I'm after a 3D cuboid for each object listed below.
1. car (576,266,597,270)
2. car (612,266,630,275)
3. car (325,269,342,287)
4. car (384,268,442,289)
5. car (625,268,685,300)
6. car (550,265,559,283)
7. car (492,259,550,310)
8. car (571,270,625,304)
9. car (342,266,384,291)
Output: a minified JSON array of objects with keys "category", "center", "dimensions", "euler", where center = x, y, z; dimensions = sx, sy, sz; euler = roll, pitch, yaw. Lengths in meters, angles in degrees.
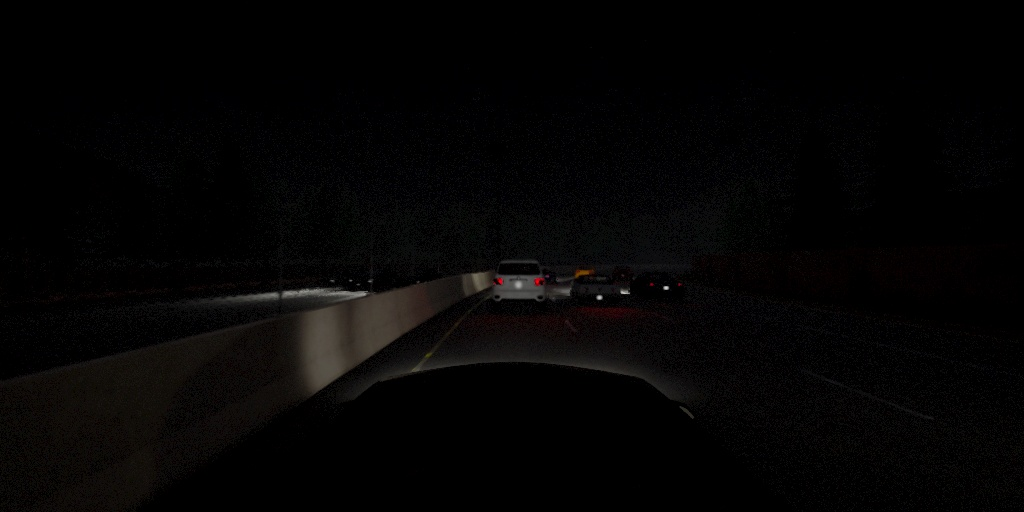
[{"category":"car","center":[7.463,1.700,35.995],"dimensions":[1.882,1.535,5.008],"euler":[0,-1,16]},{"category":"car","center":[11.098,1.707,35.957],"dimensions":[1.882,1.535,5.008],"euler":[0,-1,17]},{"category":"car","center":[-12.450,1.567,28.078],"dimensions":[2.128,1.511,4.902],"euler":[0,-1,10]},{"category":"car","center":[-6.102,1.503,23.326],"dimensions":[1.882,1.535,5.008],"euler":[0,-1,8]},{"category":"car","center":[7.759,1.568,19.553],"dimensions":[1.994,1.385,4.181],"euler":[0,-1,6]},{"category":"car","center":[3.005,1.774,32.998],"dimensions":[1.895,1.301,4.718],"euler":[0,-1,14]},{"category":"car","center":[0.400,1.162,15.916],"dimensions":[2.150,2.045,5.566],"euler":[0,-1,3]},{"category":"car","center":[4.062,1.577,18.072],"dimensions":[1.895,1.301,4.718],"euler":[0,-1,5]},{"category":"car","center":[-9.400,1.566,24.956],"dimensions":[1.812,1.442,4.674],"euler":[0,-1,8]}]
